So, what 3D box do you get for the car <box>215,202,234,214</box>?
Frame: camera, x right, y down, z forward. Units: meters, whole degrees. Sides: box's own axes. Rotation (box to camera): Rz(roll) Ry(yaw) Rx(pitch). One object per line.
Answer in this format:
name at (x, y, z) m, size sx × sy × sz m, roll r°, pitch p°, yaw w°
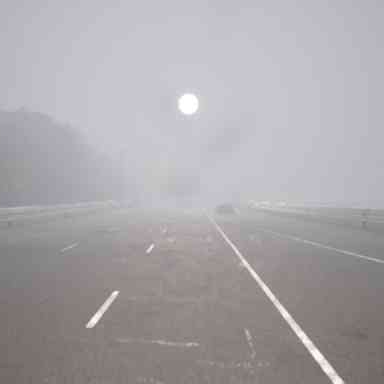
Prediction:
car at (4.106, 2.000, 42.525) m, size 1.994 × 1.385 × 4.181 m, roll 0°, pitch -1°, yaw -3°
